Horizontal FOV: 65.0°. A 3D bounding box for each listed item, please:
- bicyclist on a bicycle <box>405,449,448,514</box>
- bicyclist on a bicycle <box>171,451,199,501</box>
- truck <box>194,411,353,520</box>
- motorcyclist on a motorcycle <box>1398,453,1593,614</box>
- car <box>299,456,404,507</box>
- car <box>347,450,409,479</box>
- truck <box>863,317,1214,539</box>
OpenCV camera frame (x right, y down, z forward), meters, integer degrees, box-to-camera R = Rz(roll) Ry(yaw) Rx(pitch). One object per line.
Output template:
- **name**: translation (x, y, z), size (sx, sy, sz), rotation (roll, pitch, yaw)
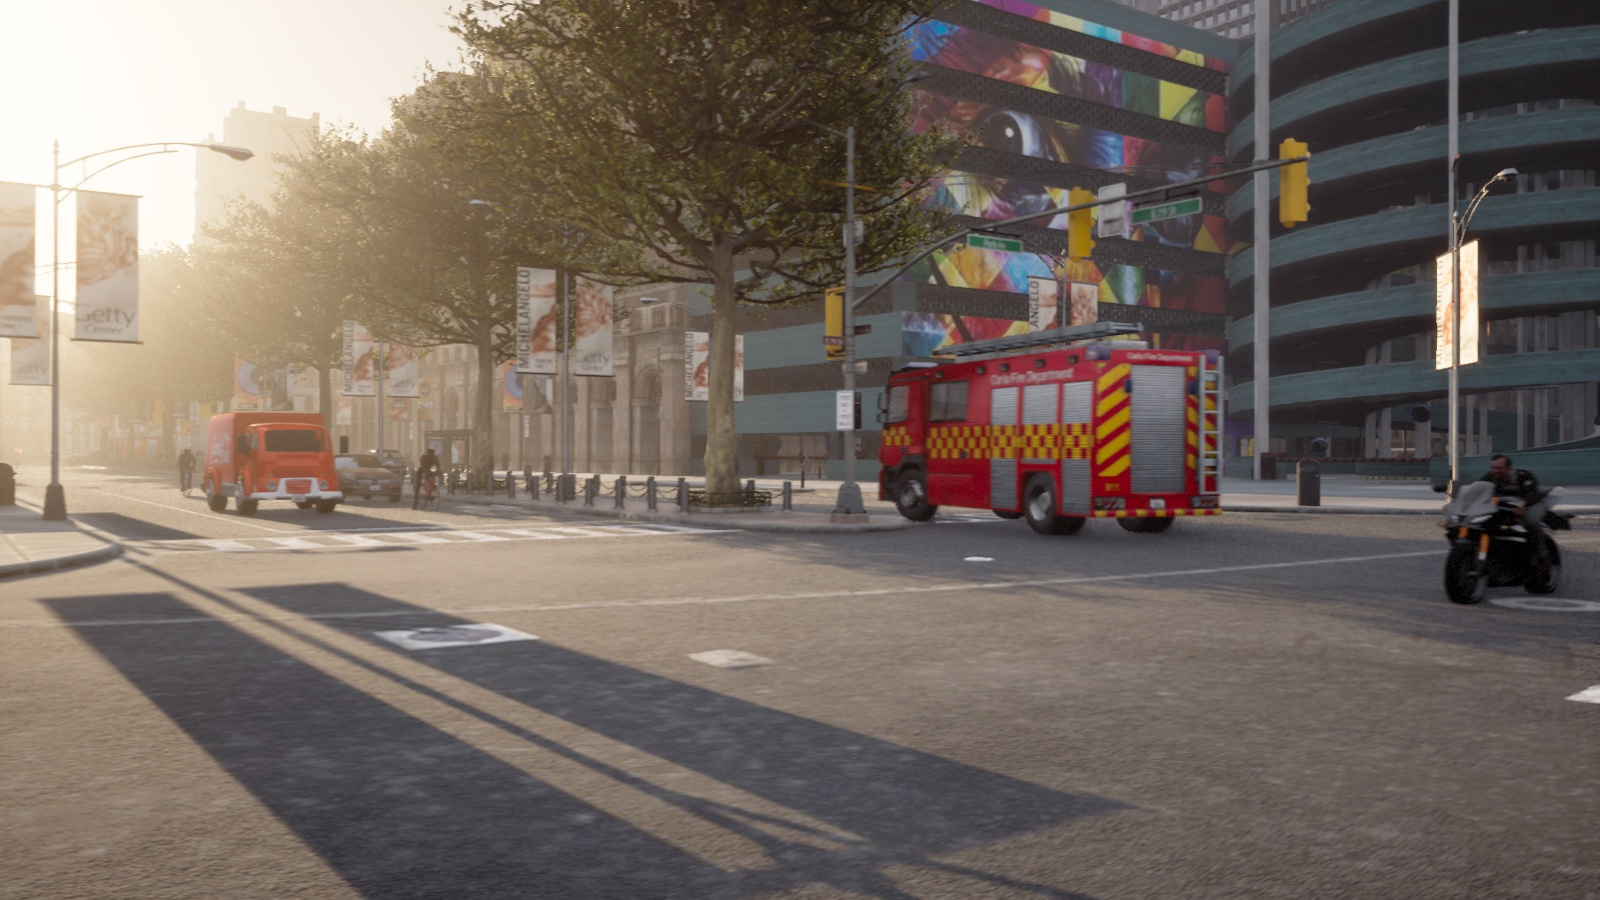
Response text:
- **bicyclist on a bicycle**: translation (-9.675, 0.798, 32.489), size (0.582, 1.620, 1.656), rotation (0, 0, -35)
- **bicyclist on a bicycle**: translation (-20.306, 0.842, 41.433), size (0.582, 1.620, 1.656), rotation (0, 0, -35)
- **truck**: translation (-13.269, 0.363, 31.433), size (2.627, 2.467, 5.204), rotation (0, 0, -35)
- **motorcyclist on a motorcycle**: translation (7.174, 0.797, 12.917), size (2.191, 1.530, 0.866), rotation (0, 0, -35)
- **car**: translation (-13.634, 0.893, 38.043), size (1.812, 1.442, 4.674), rotation (0, 0, -35)
- **car**: translation (-24.937, 0.824, 74.156), size (2.242, 1.667, 4.611), rotation (0, 0, -35)
- **truck**: translation (4.491, -0.365, 26.083), size (2.891, 3.827, 8.468), rotation (0, 0, -23)
